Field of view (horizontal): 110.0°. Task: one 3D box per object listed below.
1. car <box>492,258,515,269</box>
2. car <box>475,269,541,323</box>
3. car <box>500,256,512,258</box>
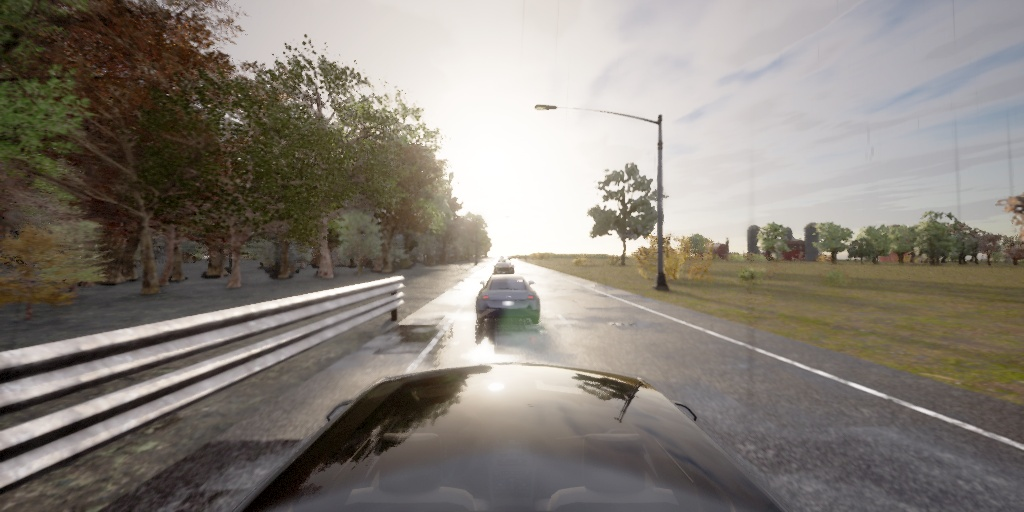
[{"bbox_3d":[-0.724,1.231,31.867,1.882,1.535,5.008,0,0,-2],"label":"car"},{"bbox_3d":[-0.166,1.321,12.211,1.994,1.385,4.181,0,0,-2],"label":"car"},{"bbox_3d":[-1.614,1.231,63.329,2.128,1.511,4.902,0,0,-2],"label":"car"}]
